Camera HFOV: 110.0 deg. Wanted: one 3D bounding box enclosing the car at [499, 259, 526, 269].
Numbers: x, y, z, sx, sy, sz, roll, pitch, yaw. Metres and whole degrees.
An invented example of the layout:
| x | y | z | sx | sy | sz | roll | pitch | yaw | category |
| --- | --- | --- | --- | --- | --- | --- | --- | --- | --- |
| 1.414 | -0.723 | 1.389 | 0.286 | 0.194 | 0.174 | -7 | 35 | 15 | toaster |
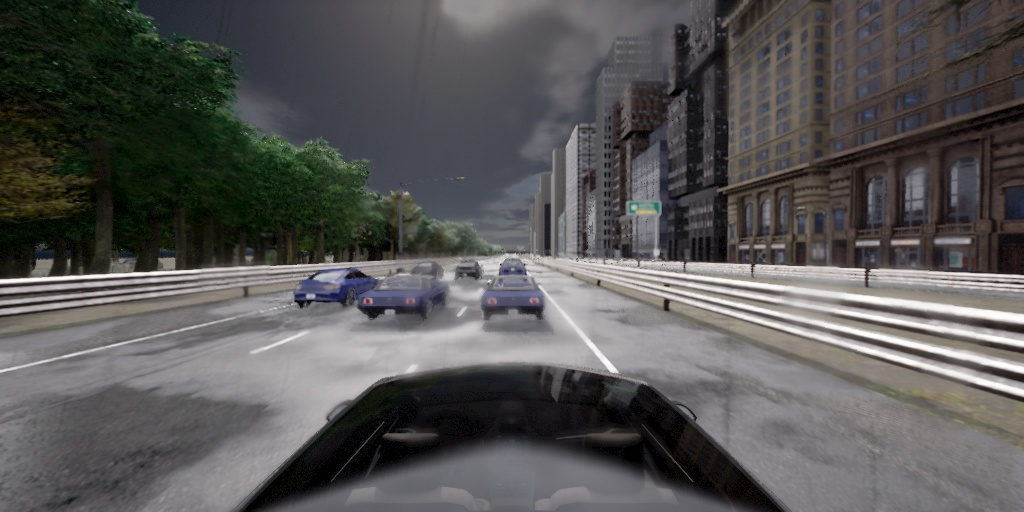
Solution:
| x | y | z | sx | sy | sz | roll | pitch | yaw | category |
| --- | --- | --- | --- | --- | --- | --- | --- | --- | --- |
| 0.067 | 0.989 | 28.526 | 2.097 | 1.767 | 4.553 | 0 | 0 | 0 | car |

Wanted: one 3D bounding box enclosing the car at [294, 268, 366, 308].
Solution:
| x | y | z | sx | sy | sz | roll | pitch | yaw | category |
| --- | --- | --- | --- | --- | --- | --- | --- | --- | --- |
| -6.927 | 1.216 | 14.667 | 1.812 | 1.442 | 4.674 | 0 | 0 | 0 | car |

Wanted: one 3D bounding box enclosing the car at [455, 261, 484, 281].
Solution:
| x | y | z | sx | sy | sz | roll | pitch | yaw | category |
| --- | --- | --- | --- | --- | --- | --- | --- | --- | --- |
| -3.430 | 1.143 | 28.950 | 1.837 | 1.490 | 4.892 | 0 | 1 | 0 | car |

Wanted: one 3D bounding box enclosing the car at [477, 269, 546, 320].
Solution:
| x | y | z | sx | sy | sz | roll | pitch | yaw | category |
| --- | --- | --- | --- | --- | --- | --- | --- | --- | --- |
| 0.062 | 1.301 | 12.397 | 1.895 | 1.301 | 4.718 | 0 | 0 | 0 | car |

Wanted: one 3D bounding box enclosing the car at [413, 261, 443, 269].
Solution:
| x | y | z | sx | sy | sz | roll | pitch | yaw | category |
| --- | --- | --- | --- | --- | --- | --- | --- | --- | --- |
| -6.926 | 1.158 | 29.806 | 1.812 | 1.442 | 4.674 | 0 | 0 | 0 | car |

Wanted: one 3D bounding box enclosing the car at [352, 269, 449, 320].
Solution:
| x | y | z | sx | sy | sz | roll | pitch | yaw | category |
| --- | --- | --- | --- | --- | --- | --- | --- | --- | --- |
| -3.439 | 1.301 | 12.398 | 1.895 | 1.301 | 4.718 | 0 | 0 | 0 | car |
